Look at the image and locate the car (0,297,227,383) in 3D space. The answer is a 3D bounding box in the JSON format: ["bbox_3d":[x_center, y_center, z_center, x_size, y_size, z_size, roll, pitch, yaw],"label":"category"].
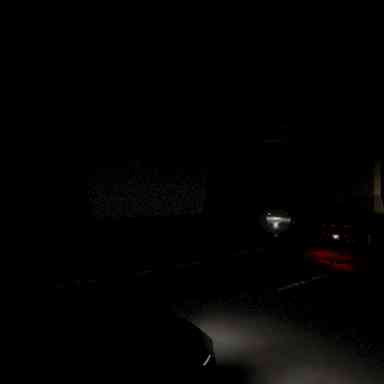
[{"bbox_3d":[-1.865,1.525,2.410,4.674,1.442,1.812,0,0,-36],"label":"car"}]

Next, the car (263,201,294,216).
[{"bbox_3d":[8.516,1.602,32.456,2.033,1.411,5.357,0,0,34],"label":"car"}]

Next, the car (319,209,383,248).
[{"bbox_3d":[7.419,1.517,14.918,1.837,1.490,4.892,0,0,45],"label":"car"}]
